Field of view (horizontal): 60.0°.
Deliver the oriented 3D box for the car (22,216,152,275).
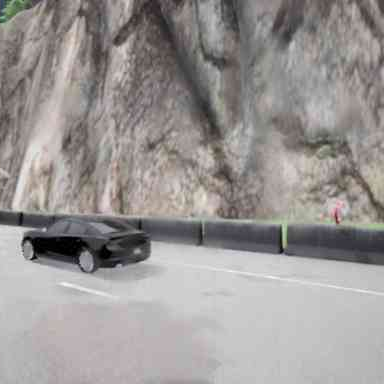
[{"bbox_3d":[-3.540,1.516,10.759,5.008,1.535,1.882,0,0,35],"label":"car"}]
